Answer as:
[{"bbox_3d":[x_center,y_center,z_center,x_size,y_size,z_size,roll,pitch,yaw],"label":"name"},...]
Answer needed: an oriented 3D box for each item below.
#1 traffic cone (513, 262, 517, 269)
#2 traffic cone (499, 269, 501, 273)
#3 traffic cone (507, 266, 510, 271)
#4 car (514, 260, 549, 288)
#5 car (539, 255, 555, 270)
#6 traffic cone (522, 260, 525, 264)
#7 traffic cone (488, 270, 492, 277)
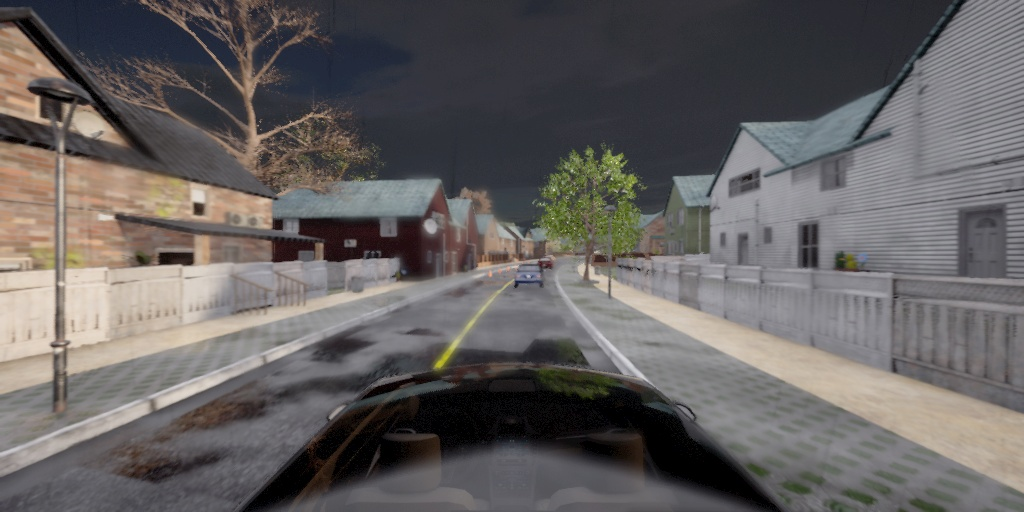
[{"bbox_3d":[0.472,1.344,46.573,0.340,0.580,0.340,0,0,11],"label":"traffic cone"},{"bbox_3d":[-1.222,1.459,36.615,0.340,0.580,0.340,0,0,8],"label":"traffic cone"},{"bbox_3d":[-0.427,1.403,41.602,0.340,0.580,0.340,0,0,10],"label":"traffic cone"},{"bbox_3d":[1.174,1.202,23.072,2.033,1.411,5.357,0,1,5],"label":"car"},{"bbox_3d":[4.305,0.884,45.243,1.882,1.535,5.008,0,1,10],"label":"car"},{"bbox_3d":[1.473,1.278,51.524,0.340,0.580,0.340,0,0,12],"label":"traffic cone"},{"bbox_3d":[-1.913,1.515,31.610,0.340,0.580,0.340,0,0,7],"label":"traffic cone"}]
